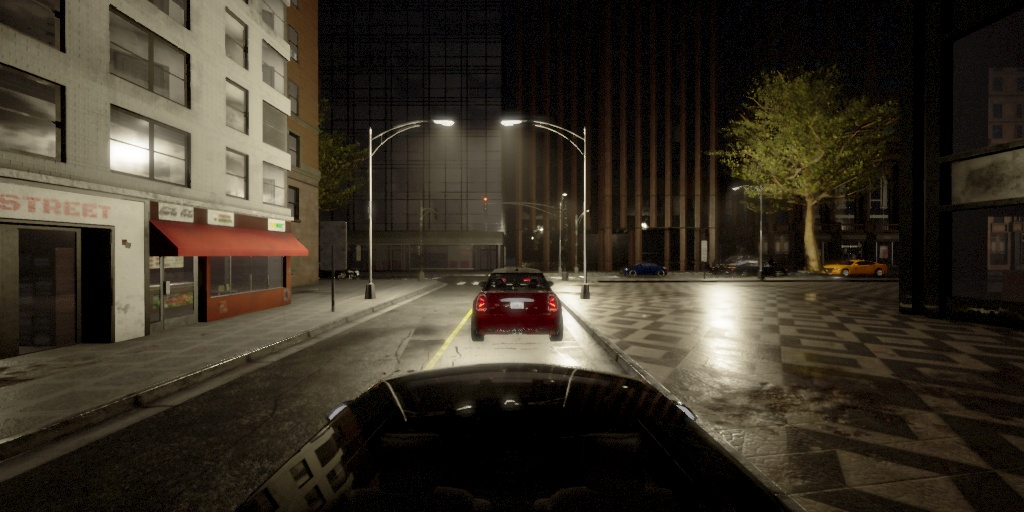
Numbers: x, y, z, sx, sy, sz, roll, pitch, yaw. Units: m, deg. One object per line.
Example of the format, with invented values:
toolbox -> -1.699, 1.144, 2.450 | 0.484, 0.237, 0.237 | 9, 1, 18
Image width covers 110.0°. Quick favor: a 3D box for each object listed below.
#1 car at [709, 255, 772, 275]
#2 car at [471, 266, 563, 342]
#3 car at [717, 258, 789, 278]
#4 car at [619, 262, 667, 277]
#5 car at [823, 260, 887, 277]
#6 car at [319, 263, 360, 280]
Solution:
car -> 21.703, 0.884, 33.764 | 5.566, 2.045, 2.150 | 0, 0, 0
car -> 0.122, 1.101, 9.955 | 2.097, 1.767, 4.553 | 0, 0, 0
car -> 20.775, 1.169, 30.579 | 4.902, 1.511, 2.128 | 0, 0, 0
car -> 12.318, 1.257, 33.823 | 4.181, 1.385, 1.994 | 0, 0, 0
car -> 32.154, 1.116, 33.707 | 5.008, 1.535, 1.882 | 0, 0, 0
car -> -15.674, 1.304, 30.770 | 4.902, 1.511, 2.128 | 0, 0, 0
